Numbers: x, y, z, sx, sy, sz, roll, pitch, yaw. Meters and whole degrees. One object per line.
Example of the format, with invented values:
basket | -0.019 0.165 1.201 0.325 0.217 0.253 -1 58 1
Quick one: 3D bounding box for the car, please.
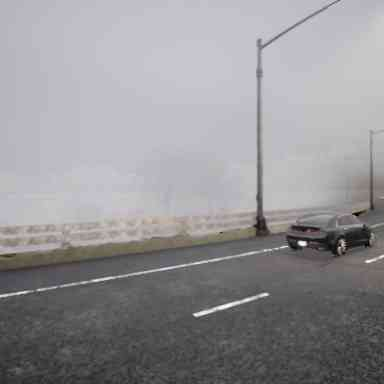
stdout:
car | 5.639 1.545 13.230 4.892 1.490 1.837 0 0 -42
